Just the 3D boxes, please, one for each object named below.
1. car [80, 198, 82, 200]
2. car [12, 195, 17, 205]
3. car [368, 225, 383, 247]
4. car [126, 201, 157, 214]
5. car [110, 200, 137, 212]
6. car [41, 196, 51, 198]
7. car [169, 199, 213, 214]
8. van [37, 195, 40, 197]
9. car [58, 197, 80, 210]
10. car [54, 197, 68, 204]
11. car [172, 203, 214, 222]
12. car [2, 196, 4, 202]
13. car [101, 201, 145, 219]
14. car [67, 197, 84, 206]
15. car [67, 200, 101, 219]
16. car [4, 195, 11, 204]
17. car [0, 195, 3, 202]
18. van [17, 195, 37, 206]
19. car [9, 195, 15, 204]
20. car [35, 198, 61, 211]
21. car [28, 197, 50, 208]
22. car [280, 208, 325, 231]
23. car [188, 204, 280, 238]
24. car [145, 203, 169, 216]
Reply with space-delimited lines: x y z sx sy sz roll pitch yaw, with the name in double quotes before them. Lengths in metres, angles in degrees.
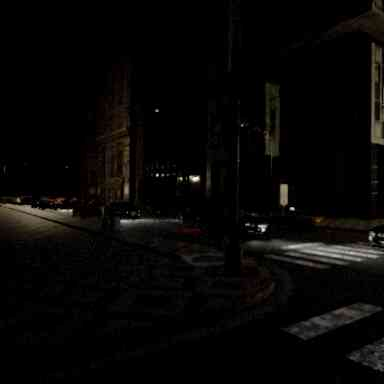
"car" -19.097 1.958 59.231 1.802 1.307 4.206 1 -1 -35
"car" -32.411 1.812 63.332 1.752 1.417 4.829 1 -1 -35
"car" 10.105 1.718 13.904 4.902 1.511 2.128 0 1 11
"car" -6.294 1.837 41.050 1.752 1.417 4.829 1 -1 -35
"car" -9.421 1.878 45.491 2.008 1.369 4.403 1 -1 -35
"car" -35.322 1.987 82.270 1.752 1.417 4.829 1 -1 -35
"car" 0.257 1.595 31.752 2.192 1.841 5.009 1 -1 -35
"van" -38.448 1.821 86.712 1.690 1.788 3.998 1 -1 -35
"car" -18.073 1.840 47.772 1.994 1.385 4.181 1 -1 -35
"car" -28.772 1.867 72.971 1.967 1.590 4.097 1 -1 -35
"car" 0.641 1.807 26.739 1.994 1.385 4.181 1 -1 -38
"car" -42.186 1.922 77.211 1.802 1.307 4.206 1 -1 -35
"car" -6.589 1.710 31.299 1.837 1.490 4.892 1 -1 -35
"car" -22.321 1.833 63.811 1.967 1.590 4.097 1 -1 -35
"car" -9.930 1.718 31.408 1.887 1.381 4.507 1 -1 -35
"car" -38.958 1.637 72.633 2.192 1.841 5.009 1 -1 -35
"car" -45.410 1.798 81.792 1.967 1.590 4.097 1 -1 -35
"van" -29.282 1.612 58.892 1.690 1.788 3.998 1 -1 -35
"car" -35.734 1.887 68.050 1.802 1.307 4.206 1 -1 -35
"car" -19.607 1.803 45.149 1.802 1.307 4.206 1 -1 -35
"car" -22.832 1.819 49.729 1.802 1.307 4.206 1 -1 -35
"car" 6.608 1.775 22.730 1.752 1.417 4.829 1 -1 -35
"car" 2.206 1.655 18.797 2.128 1.511 4.902 1 -1 -35
"car" -2.970 1.840 36.331 1.887 1.381 4.507 1 -1 -35
